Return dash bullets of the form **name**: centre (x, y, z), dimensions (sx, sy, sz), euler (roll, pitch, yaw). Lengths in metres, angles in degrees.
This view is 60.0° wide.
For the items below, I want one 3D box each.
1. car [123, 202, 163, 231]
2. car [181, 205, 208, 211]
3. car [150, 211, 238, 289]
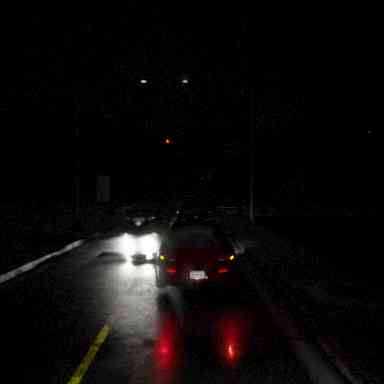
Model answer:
- **car**: centre (-2.766, 1.368, 19.724), dimensions (2.128, 1.511, 4.902), euler (0, 0, 0)
- **car**: centre (0.112, 1.427, 18.754), dimensions (2.033, 1.411, 5.357), euler (0, 0, -2)
- **car**: centre (0.100, 1.460, 8.861), dimensions (1.812, 1.442, 4.674), euler (0, 0, 0)
